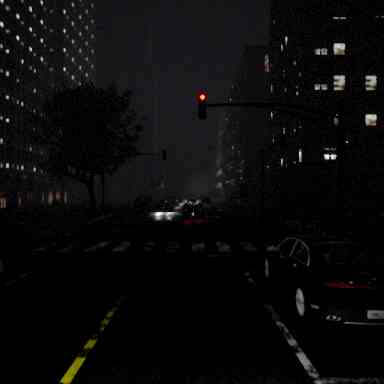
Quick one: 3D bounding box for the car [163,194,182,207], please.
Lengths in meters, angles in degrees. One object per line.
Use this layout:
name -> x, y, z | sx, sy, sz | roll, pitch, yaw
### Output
car -> -3.085, 1.372, 52.662 | 2.097, 1.767, 4.553 | 0, 0, 0

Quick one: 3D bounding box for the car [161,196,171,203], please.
car -> -5.684, 1.606, 72.555 | 1.947, 1.339, 4.313 | 0, 0, 0

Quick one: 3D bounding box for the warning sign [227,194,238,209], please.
warning sign -> 5.073, 1.126, 41.541 | 1.300, 1.860, 1.060 | 0, 0, 0

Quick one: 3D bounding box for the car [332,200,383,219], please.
car -> 13.428, 1.342, 26.433 | 4.403, 1.369, 2.008 | -1, 1, -1

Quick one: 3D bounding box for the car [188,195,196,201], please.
car -> 0.009, 1.377, 79.160 | 1.882, 1.535, 5.008 | 0, 0, 0

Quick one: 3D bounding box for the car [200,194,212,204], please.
car -> 2.696, 1.593, 61.507 | 1.947, 1.339, 4.313 | 0, 0, 0

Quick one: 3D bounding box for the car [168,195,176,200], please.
car -> -5.682, 1.627, 94.646 | 2.008, 1.369, 4.403 | 0, 0, 0

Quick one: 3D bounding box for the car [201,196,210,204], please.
car -> 2.696, 1.558, 67.200 | 1.752, 1.417, 4.829 | 0, 0, 0

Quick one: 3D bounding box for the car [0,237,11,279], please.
car -> -5.691, 1.543, 7.029 | 1.887, 1.381, 4.507 | 0, 0, 0

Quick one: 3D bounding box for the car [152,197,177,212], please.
car -> -3.095, 1.572, 38.305 | 1.994, 1.385, 4.181 | 0, 0, 0

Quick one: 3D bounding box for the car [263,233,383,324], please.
car -> 2.689, 1.549, 7.028 | 2.008, 1.369, 4.403 | 0, 0, 0

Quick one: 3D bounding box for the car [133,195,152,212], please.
car -> -5.688, 1.325, 39.417 | 2.192, 1.841, 5.009 | 0, 0, 0

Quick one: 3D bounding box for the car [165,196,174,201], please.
car -> -5.683, 1.607, 83.601 | 2.008, 1.369, 4.403 | 0, 0, 0

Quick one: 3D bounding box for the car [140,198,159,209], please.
car -> -5.687, 1.579, 44.940 | 1.947, 1.339, 4.313 | 0, 0, 0

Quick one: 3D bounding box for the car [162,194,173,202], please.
car -> -5.684, 1.363, 78.077 | 2.192, 1.841, 5.009 | 0, 0, 0

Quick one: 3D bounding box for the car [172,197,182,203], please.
car -> -2.995, 1.630, 68.543 | 1.895, 1.301, 4.718 | 0, 0, 0

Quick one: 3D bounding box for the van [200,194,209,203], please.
van -> 2.696, 1.381, 72.554 | 1.690, 1.788, 3.998 | 0, 0, 0

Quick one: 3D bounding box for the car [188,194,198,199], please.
car -> 0.006, 1.636, 69.184 | 1.895, 1.301, 4.718 | 0, 0, 0

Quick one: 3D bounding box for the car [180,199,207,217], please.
car -> 0.103, 1.605, 31.165 | 1.895, 1.301, 4.718 | 0, 0, 0
